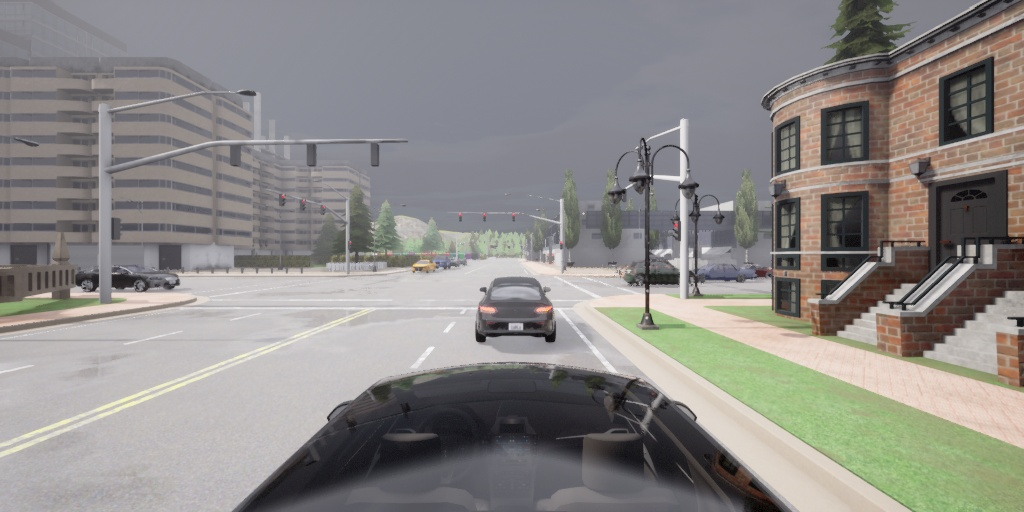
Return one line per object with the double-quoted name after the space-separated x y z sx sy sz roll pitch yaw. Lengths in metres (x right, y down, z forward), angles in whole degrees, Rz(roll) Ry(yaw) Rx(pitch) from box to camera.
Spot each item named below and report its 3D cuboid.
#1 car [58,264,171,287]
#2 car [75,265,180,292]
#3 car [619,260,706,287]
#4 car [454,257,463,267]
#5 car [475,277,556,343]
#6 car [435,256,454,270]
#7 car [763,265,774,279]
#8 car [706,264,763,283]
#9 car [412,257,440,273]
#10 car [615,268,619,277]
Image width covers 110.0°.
-26.529 1.297 24.056 5.357 1.411 2.033 0 0 0 "car"
-21.909 1.241 20.553 4.902 1.511 2.128 0 0 0 "car"
9.800 1.101 23.632 4.553 1.767 2.097 0 0 0 "car"
-10.549 1.349 64.043 1.895 1.301 4.718 0 0 1 "car"
0.086 1.275 9.597 1.812 1.442 4.674 0 0 0 "car"
-10.586 0.970 53.742 2.150 2.045 5.566 0 0 0 "car"
20.311 1.350 31.014 4.718 1.301 1.895 0 0 -2 "car"
15.623 1.297 27.388 5.357 1.411 2.033 0 0 -1 "car"
-10.647 1.226 43.616 1.882 1.535 5.008 0 0 2 "car"
11.319 1.101 30.880 4.553 1.767 2.097 0 0 -1 "car"
